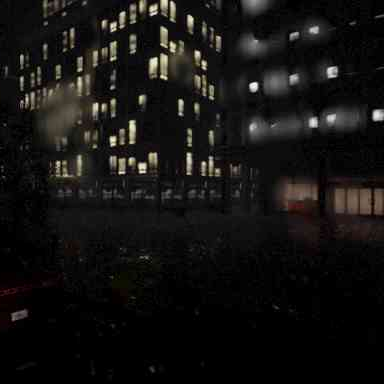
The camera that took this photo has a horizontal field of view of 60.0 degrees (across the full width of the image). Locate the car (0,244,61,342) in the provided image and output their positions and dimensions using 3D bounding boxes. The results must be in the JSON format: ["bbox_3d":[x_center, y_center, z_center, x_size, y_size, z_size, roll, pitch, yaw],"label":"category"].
[{"bbox_3d":[-4.162,1.543,5.837,4.507,1.381,1.887,0,0,35],"label":"car"}]
